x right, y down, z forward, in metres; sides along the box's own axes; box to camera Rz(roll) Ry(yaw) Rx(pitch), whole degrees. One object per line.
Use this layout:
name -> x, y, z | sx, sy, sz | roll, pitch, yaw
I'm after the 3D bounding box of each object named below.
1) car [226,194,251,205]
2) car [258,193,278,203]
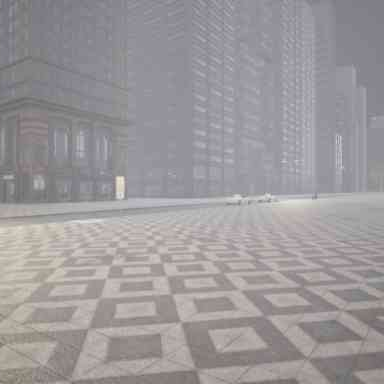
car -> 6.361, 1.052, 45.418 | 1.812, 1.442, 4.674 | 0, 1, 36
car -> 12.291, 0.958, 53.822 | 1.812, 1.442, 4.674 | 0, 1, 35
